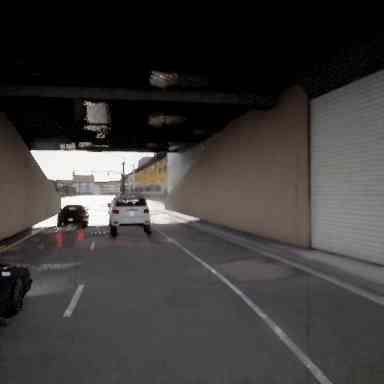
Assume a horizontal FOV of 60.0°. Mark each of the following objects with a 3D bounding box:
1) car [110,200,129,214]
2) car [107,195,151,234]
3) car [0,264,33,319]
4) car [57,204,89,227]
[{"bbox_3d":[-8.055,1.596,36.493,1.812,1.442,4.674,-1,-1,-15],"label":"car"},{"bbox_3d":[-3.816,1.245,19.972,2.150,2.045,5.566,-1,-1,-14],"label":"car"},{"bbox_3d":[-3.849,1.583,4.390,2.033,1.411,5.357,0,0,-9],"label":"car"},{"bbox_3d":[-8.304,1.600,23.472,1.812,1.442,4.674,-1,0,-14],"label":"car"}]
